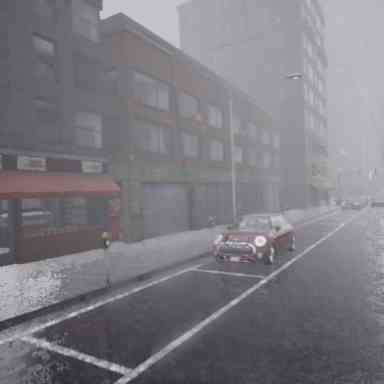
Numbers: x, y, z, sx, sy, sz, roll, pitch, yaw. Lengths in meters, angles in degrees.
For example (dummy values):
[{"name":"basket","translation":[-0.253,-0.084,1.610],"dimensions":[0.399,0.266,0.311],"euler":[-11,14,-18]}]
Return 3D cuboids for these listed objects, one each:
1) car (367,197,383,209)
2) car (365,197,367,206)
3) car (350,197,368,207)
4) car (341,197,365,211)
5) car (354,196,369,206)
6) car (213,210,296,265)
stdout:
[{"name":"car","translation":[24.513,1.353,43.577],"dimensions":[1.882,1.535,5.008],"euler":[-2,-1,31]},{"name":"car","translation":[22.113,1.523,44.959],"dimensions":[1.947,1.339,4.313],"euler":[-3,-1,31]},{"name":"car","translation":[24.939,1.491,49.683],"dimensions":[2.008,1.369,4.403],"euler":[-3,-1,31]},{"name":"car","translation":[19.281,1.413,40.238],"dimensions":[1.967,1.590,4.097],"euler":[-3,-1,31]},{"name":"car","translation":[27.766,1.469,54.408],"dimensions":[1.887,1.381,4.507],"euler":[-3,-1,31]},{"name":"car","translation":[2.319,1.521,11.895],"dimensions":[1.967,1.590,4.097],"euler":[-3,-1,31]}]
